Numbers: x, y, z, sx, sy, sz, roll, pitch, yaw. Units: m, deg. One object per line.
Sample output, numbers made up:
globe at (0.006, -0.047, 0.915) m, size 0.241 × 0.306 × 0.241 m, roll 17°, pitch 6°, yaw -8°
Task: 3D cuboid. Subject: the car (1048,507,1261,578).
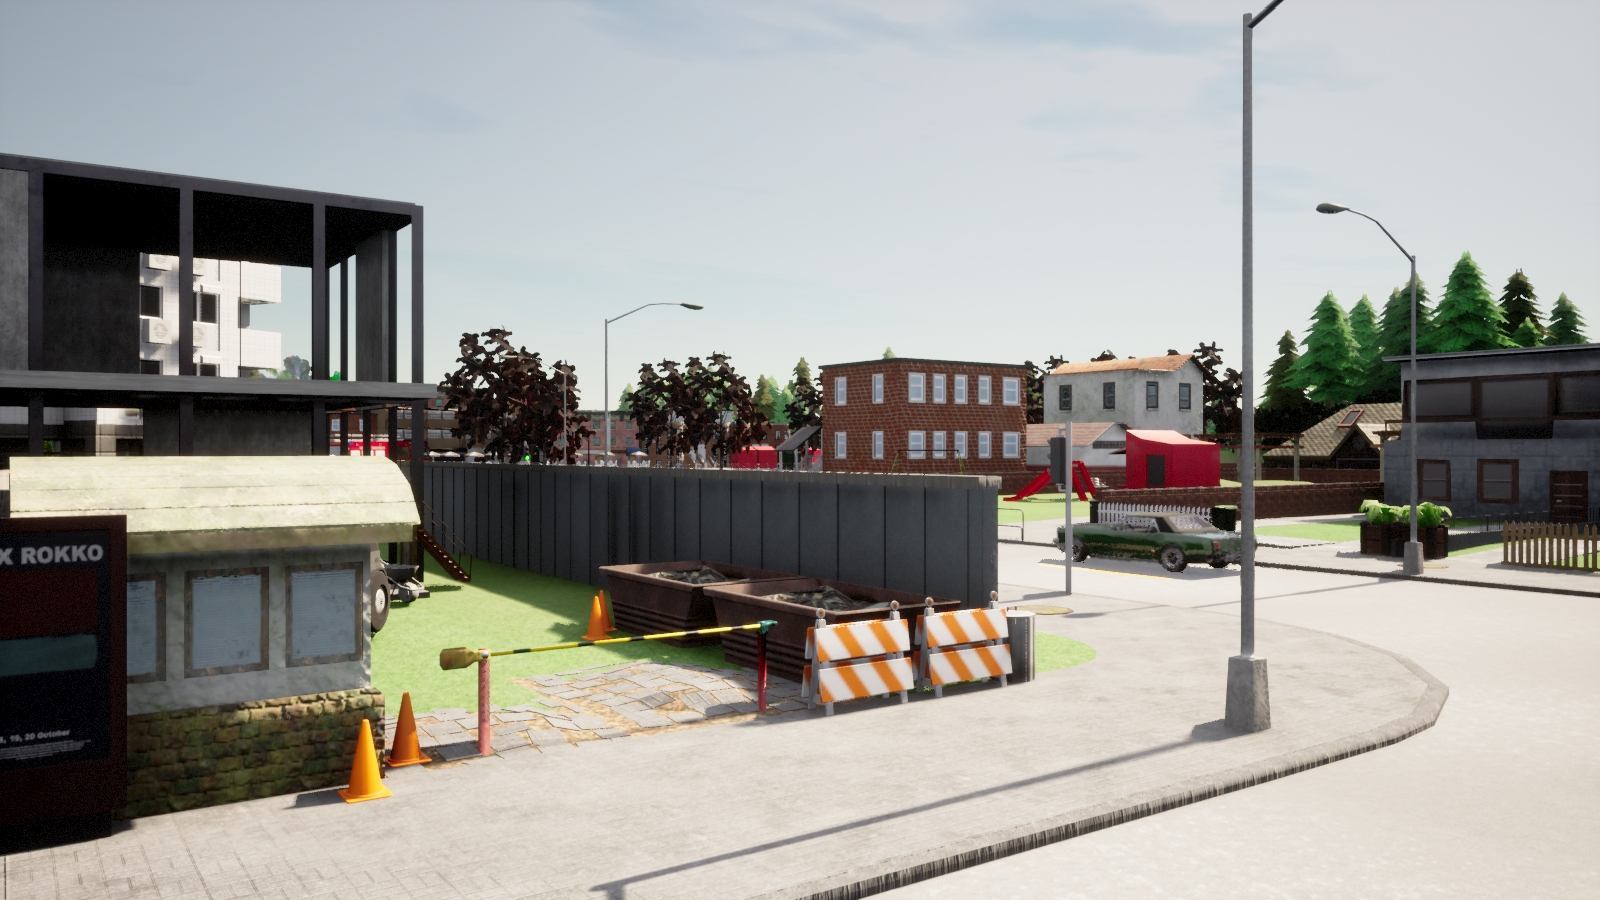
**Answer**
car at (8.394, 2.146, 27.486) m, size 1.895 × 1.301 × 4.718 m, roll 0°, pitch 0°, yaw -35°
